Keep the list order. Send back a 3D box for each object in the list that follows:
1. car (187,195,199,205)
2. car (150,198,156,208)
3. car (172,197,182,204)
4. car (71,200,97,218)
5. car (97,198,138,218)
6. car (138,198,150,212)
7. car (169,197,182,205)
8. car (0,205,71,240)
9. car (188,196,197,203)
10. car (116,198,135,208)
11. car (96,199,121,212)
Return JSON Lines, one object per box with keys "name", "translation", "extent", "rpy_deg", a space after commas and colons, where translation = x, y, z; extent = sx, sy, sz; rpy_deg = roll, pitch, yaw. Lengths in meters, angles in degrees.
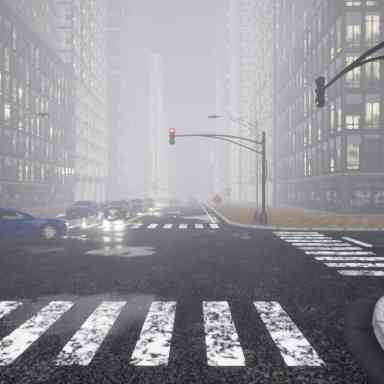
{"name": "car", "translation": [0.105, 1.631, 61.505], "extent": [1.812, 1.442, 4.674], "rpy_deg": [0, 0, 0]}
{"name": "car", "translation": [-6.593, 1.594, 49.700], "extent": [1.812, 1.442, 4.674], "rpy_deg": [0, 0, 0]}
{"name": "car", "translation": [-3.181, 1.703, 70.331], "extent": [1.994, 1.385, 4.181], "rpy_deg": [0, 0, 0]}
{"name": "car", "translation": [-9.853, 1.503, 30.374], "extent": [1.882, 1.535, 5.008], "rpy_deg": [0, 0, 0]}
{"name": "car", "translation": [-6.600, 1.517, 30.125], "extent": [2.128, 1.511, 4.902], "rpy_deg": [0, 0, 0]}
{"name": "car", "translation": [-6.599, 1.521, 39.653], "extent": [1.882, 1.535, 5.008], "rpy_deg": [0, 0, 0]}
{"name": "car", "translation": [-3.150, 1.592, 60.003], "extent": [2.128, 1.511, 4.902], "rpy_deg": [0, 0, 0]}
{"name": "car", "translation": [-8.565, 1.481, 15.664], "extent": [5.008, 1.535, 1.882], "rpy_deg": [0, 0, -26]}
{"name": "car", "translation": [0.068, 1.622, 71.352], "extent": [1.882, 1.535, 5.008], "rpy_deg": [0, 0, 0]}
{"name": "car", "translation": [-9.839, 1.631, 49.432], "extent": [1.994, 1.385, 4.181], "rpy_deg": [0, 0, 0]}
{"name": "car", "translation": [-9.848, 1.607, 39.508], "extent": [1.994, 1.385, 4.181], "rpy_deg": [0, 0, 0]}
